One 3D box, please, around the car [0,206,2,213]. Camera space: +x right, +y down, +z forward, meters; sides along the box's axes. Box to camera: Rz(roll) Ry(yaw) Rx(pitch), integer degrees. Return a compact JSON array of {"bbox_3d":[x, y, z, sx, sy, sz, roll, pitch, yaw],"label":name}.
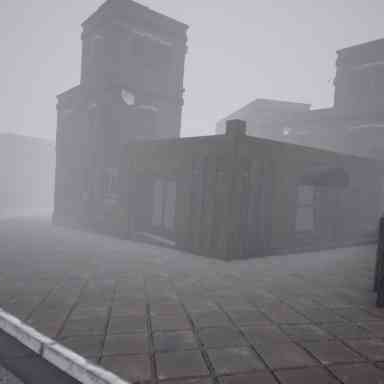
[{"bbox_3d":[-24.535,1.822,39.503,1.994,1.385,4.181,4,-2,0],"label":"car"}]
